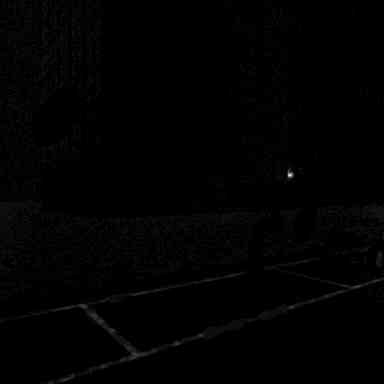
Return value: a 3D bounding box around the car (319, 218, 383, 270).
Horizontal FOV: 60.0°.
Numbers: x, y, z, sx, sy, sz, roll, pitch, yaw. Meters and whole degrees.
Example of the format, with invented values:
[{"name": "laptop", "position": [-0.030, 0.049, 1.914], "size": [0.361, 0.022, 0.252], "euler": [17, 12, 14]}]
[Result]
[{"name": "car", "position": [5.935, 1.550, 10.875], "size": [4.403, 1.369, 2.008], "euler": [0, 0, -35]}]
